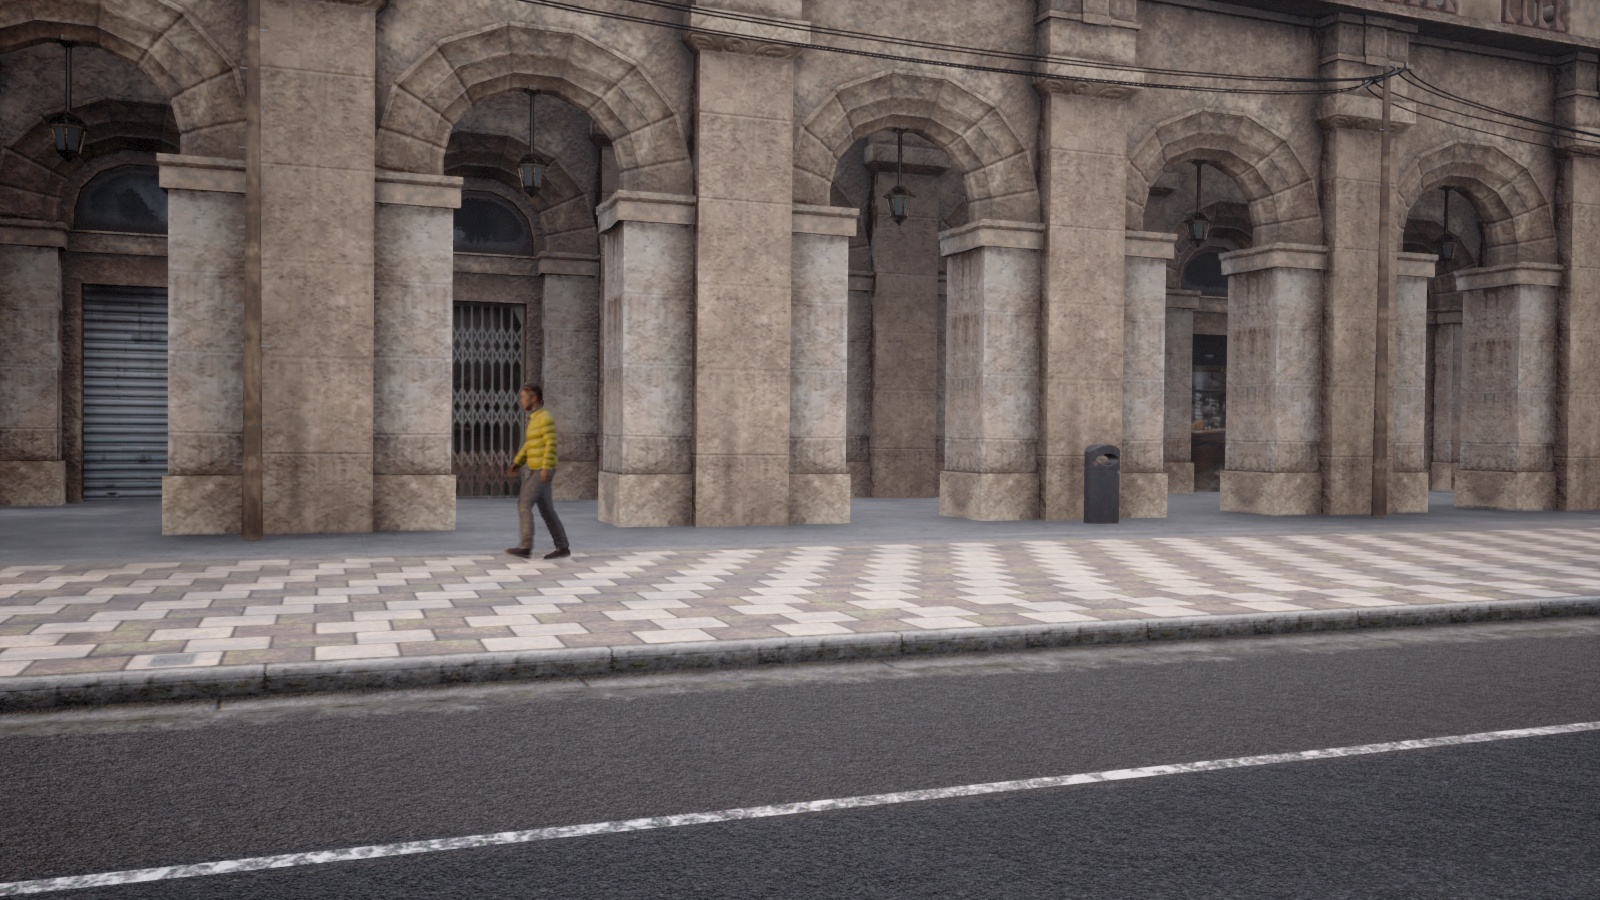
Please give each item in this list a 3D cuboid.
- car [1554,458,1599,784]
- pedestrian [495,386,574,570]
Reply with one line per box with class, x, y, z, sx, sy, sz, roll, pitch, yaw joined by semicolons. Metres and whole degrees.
car;5.655;0.713;5.381;4.181;1.385;1.994;-1;1;-21
pedestrian;-2.734;0.274;12.932;0.709;1.840;0.431;-1;1;-21
